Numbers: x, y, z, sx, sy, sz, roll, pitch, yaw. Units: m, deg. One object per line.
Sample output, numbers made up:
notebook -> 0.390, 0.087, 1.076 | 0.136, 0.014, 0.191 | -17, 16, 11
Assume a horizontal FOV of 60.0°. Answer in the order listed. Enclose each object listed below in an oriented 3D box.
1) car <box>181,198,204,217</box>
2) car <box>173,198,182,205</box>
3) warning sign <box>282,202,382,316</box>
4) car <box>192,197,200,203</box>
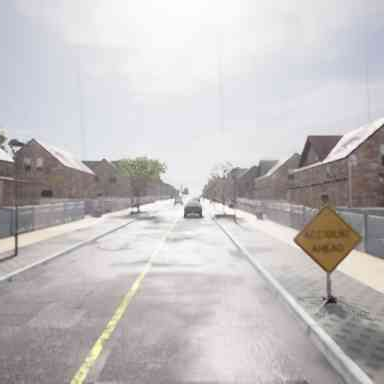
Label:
car -> 0.111, 1.670, 33.252 | 1.837, 1.490, 4.892 | 0, 0, 0
car -> -2.730, 1.925, 67.226 | 1.812, 1.442, 4.674 | 0, 0, 0
warning sign -> 2.494, 1.143, 6.122 | 1.300, 1.860, 1.060 | -2, -2, 0
car -> 0.990, 1.976, 84.118 | 1.882, 1.535, 5.008 | 0, 0, 0
